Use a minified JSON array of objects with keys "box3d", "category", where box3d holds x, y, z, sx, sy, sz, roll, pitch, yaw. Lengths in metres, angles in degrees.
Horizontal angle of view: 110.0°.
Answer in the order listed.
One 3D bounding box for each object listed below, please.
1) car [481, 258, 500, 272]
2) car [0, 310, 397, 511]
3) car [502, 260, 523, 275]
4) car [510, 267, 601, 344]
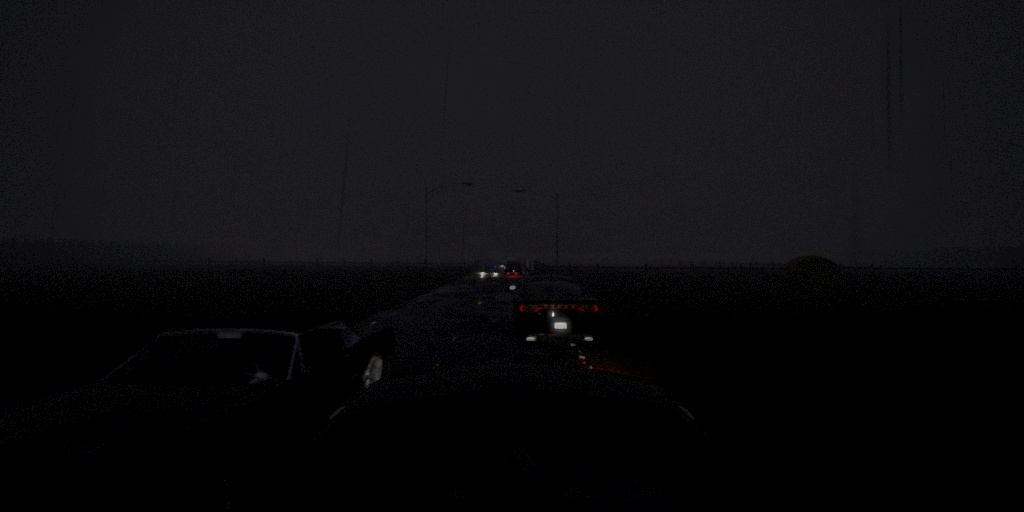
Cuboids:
[{"box3d":[-2.843,1.220,45.534,1.882,1.535,5.008,0,0,0],"category":"car"},{"box3d":[-2.850,1.351,3.751,1.895,1.301,4.718,0,0,0],"category":"car"},{"box3d":[0.103,1.250,38.748,1.837,1.490,4.892,0,0,-2],"category":"car"},{"box3d":[0.963,1.228,9.580,1.882,1.535,5.008,0,0,0],"category":"car"}]
